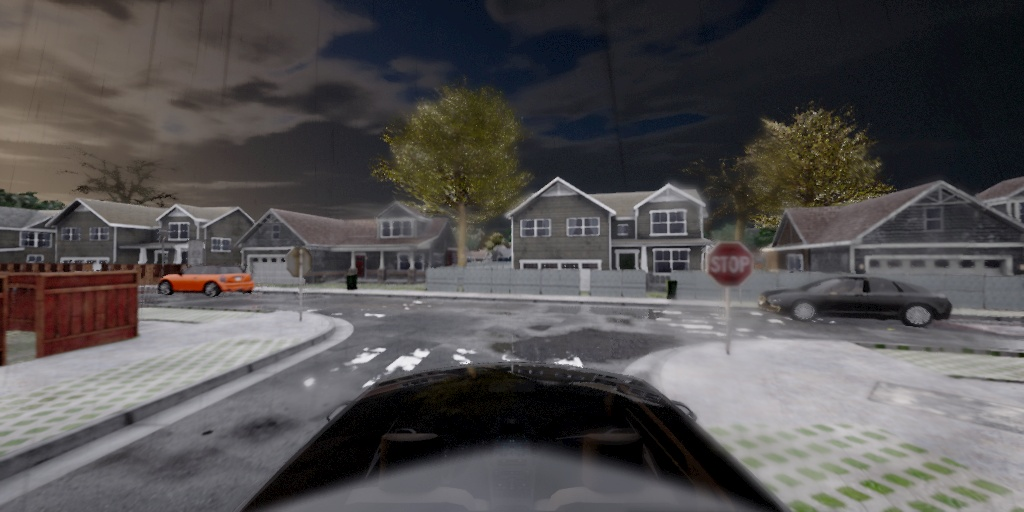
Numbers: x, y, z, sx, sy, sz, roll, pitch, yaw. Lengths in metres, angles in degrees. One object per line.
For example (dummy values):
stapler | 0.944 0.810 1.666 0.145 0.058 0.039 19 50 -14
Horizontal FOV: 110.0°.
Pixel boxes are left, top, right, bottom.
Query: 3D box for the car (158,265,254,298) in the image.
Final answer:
car | -16.666 1.250 19.576 4.553 1.767 2.097 0 -1 12

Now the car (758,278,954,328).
car | 11.222 1.457 12.095 4.892 1.490 1.837 1 -1 18
